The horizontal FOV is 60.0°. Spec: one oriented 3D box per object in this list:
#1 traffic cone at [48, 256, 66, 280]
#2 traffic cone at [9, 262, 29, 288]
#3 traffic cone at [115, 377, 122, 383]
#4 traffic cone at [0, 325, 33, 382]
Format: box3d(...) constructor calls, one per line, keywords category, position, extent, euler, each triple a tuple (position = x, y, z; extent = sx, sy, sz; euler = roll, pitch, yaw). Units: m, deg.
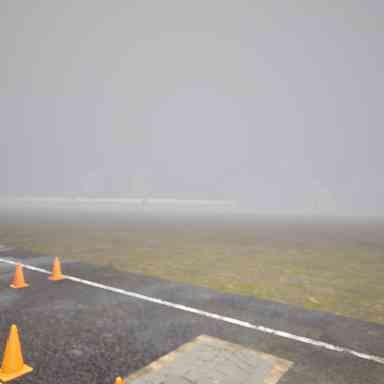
box3d(category="traffic cone", position=(-3.674, 2.043, 9.034), extent=(0.340, 0.580, 0.340), euler=(0, -1, 37))
box3d(category="traffic cone", position=(-4.274, 2.029, 8.234), extent=(0.340, 0.580, 0.340), euler=(0, -1, 37))
box3d(category="traffic cone", position=(-0.672, 1.993, 3.034), extent=(0.340, 0.580, 0.340), euler=(0, -1, 37))
box3d(category="traffic cone", position=(-2.272, 1.995, 4.234), extent=(0.340, 0.580, 0.340), euler=(0, -1, 37))
